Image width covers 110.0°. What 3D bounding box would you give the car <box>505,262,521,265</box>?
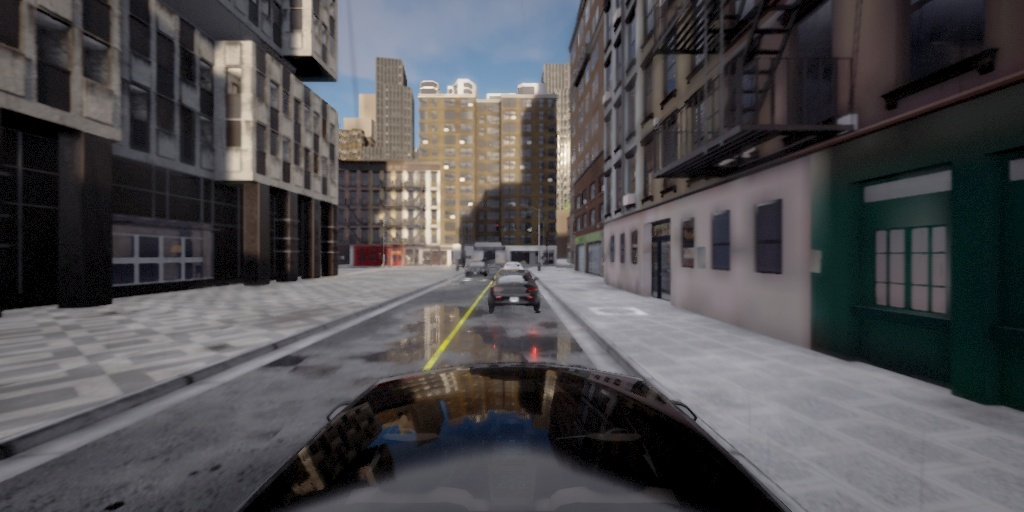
[{"bbox_3d":[0.081,1.182,28.971,1.812,1.442,4.674,0,0,0],"label":"car"}]

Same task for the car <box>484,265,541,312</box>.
[{"bbox_3d":[0.084,1.238,13.930,1.812,1.442,4.674,0,0,0],"label":"car"}]

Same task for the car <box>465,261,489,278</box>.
[{"bbox_3d":[-3.099,1.166,32.579,1.812,1.442,4.674,0,0,0],"label":"car"}]
